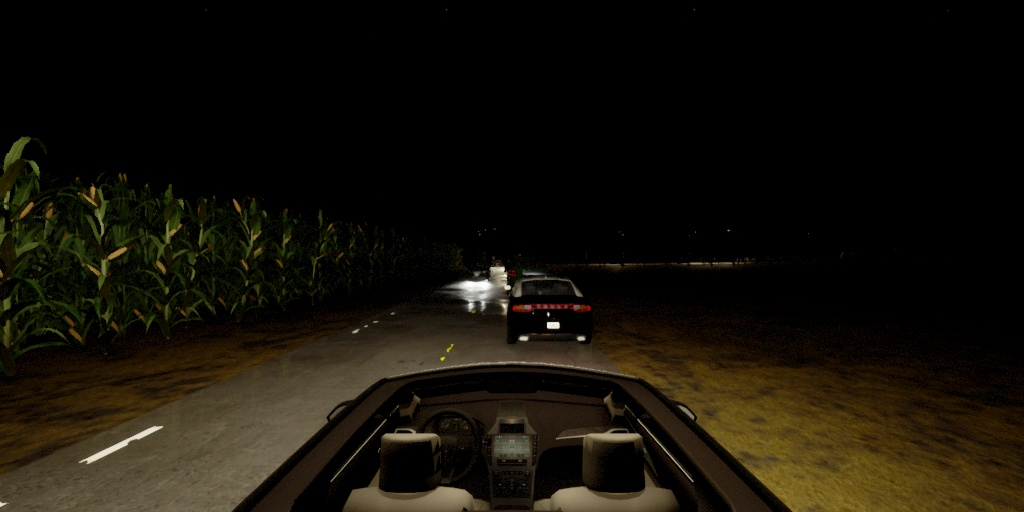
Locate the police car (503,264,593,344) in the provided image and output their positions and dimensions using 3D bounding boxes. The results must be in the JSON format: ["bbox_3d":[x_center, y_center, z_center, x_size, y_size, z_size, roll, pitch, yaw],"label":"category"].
[{"bbox_3d":[0.817,1.179,9.717,1.930,1.638,5.238,0,0,0],"label":"police car"}]

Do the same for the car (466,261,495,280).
[{"bbox_3d":[-2.880,1.299,31.726,2.128,1.511,4.902,0,0,0],"label":"car"}]

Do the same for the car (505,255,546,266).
[{"bbox_3d":[0.807,0.994,19.639,2.150,2.045,5.566,0,0,0],"label":"car"}]
